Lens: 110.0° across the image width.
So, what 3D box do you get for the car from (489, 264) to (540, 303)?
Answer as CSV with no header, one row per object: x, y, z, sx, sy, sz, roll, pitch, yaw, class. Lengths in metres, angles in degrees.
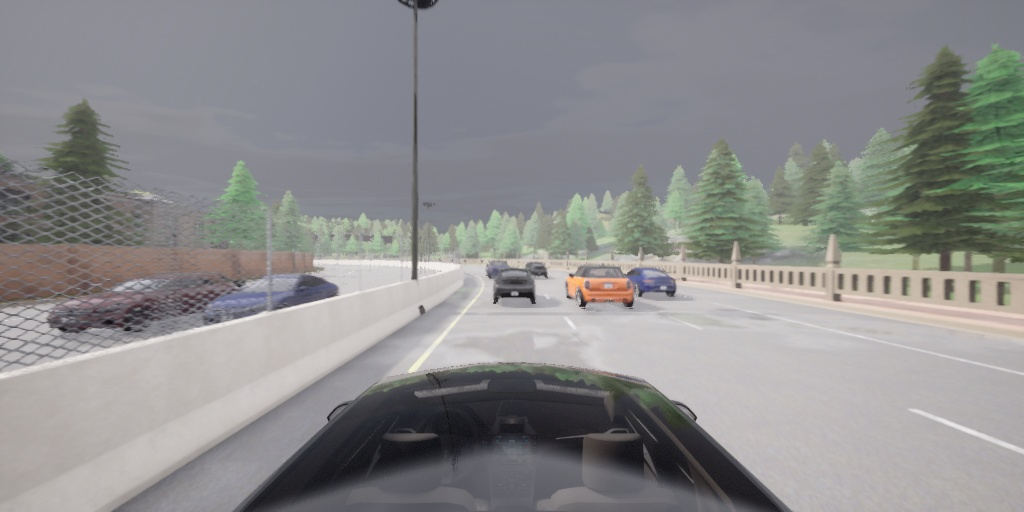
0.075,1.295,16.847,1.837,1.490,4.892,0,0,-1,car

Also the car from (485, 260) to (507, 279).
-1.409,1.189,34.460,2.097,1.767,4.553,0,0,-9,car

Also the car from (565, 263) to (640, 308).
3.594,1.144,15.532,2.097,1.767,4.553,0,0,0,car

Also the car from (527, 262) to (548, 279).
2.108,1.347,34.567,1.837,1.490,4.892,0,0,-9,car

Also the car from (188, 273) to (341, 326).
-7.114,1.292,11.281,1.812,1.442,4.674,0,0,0,car

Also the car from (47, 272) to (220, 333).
-10.611,1.286,10.902,1.812,1.442,4.674,0,0,0,car

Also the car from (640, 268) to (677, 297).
7.016,1.332,19.043,1.812,1.442,4.674,0,0,-1,car
